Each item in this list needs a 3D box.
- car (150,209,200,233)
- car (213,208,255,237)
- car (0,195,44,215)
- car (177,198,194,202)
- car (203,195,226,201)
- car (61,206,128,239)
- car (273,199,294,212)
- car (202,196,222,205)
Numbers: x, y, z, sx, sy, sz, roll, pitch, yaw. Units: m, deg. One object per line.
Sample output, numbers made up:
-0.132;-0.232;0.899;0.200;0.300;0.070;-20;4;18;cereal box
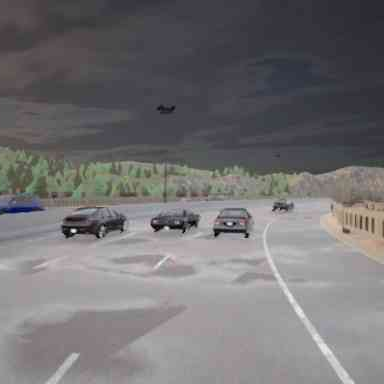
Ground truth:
-0.828;1.637;19.857;1.895;1.301;4.718;0;0;13;car
2.393;1.591;18.444;2.033;1.411;5.357;0;0;13;car
-13.968;1.233;25.678;2.150;2.045;5.566;0;0;15;car
-1.163;1.813;62.071;1.812;1.442;4.674;0;0;29;car
3.867;1.453;56.742;2.150;2.045;5.566;0;-1;29;car
-4.913;1.519;17.450;1.837;1.490;4.892;0;0;11;car
11.338;1.674;41.096;1.837;1.490;4.892;0;0;28;car
3.866;1.571;63.865;2.097;1.767;4.553;0;0;29;car
